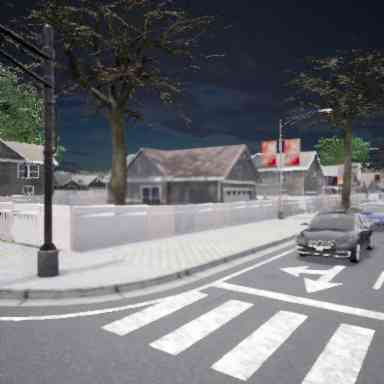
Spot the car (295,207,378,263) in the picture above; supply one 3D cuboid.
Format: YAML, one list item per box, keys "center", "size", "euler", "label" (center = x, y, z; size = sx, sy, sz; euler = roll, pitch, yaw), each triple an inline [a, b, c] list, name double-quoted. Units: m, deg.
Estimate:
- center: [5.296, 1.483, 12.107]
  size: [1.837, 1.490, 4.892]
  euler: [0, 0, 36]
  label: "car"

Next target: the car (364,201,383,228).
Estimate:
- center: [11.275, 1.493, 20.402]
  size: [1.812, 1.442, 4.674]
  euler: [0, 0, 36]
  label: "car"

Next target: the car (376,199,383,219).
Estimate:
- center: [17.349, 1.455, 28.807]
  size: [1.837, 1.490, 4.892]
  euler: [0, 0, 36]
  label: "car"
